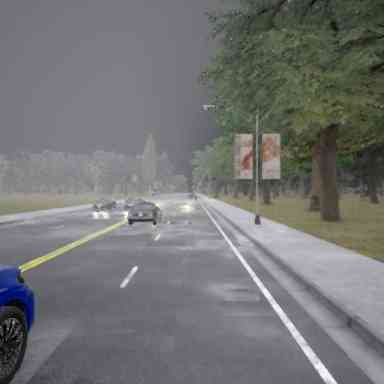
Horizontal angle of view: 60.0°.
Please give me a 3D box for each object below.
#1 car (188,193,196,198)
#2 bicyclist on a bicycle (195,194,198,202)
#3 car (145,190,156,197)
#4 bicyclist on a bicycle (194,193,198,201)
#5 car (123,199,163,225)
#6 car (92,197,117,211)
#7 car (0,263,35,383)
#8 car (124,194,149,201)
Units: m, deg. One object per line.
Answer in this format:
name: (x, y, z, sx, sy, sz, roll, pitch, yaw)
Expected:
car: (-0.006, 0.999, 90.398, 1.837, 1.490, 4.892, 0, 0, 0)
bicyclist on a bicycle: (0.881, 1.162, 64.338, 0.866, 1.612, 1.509, 0, 0, 0)
car: (-9.755, 0.514, 78.403, 2.150, 2.045, 5.566, 0, 0, 0)
bicyclist on a bicycle: (0.884, 1.129, 73.290, 0.866, 1.612, 1.509, 0, 0, 0)
car: (-3.150, 1.441, 22.904, 2.033, 1.411, 5.357, 0, 0, 0)
car: (-9.843, 1.321, 37.795, 2.128, 1.511, 4.902, 0, 0, 0)
car: (-3.150, 1.210, 2.046, 2.150, 2.045, 5.566, 0, 0, 0)
car: (-6.593, 1.319, 38.250, 2.128, 1.511, 4.902, 0, 0, 0)
